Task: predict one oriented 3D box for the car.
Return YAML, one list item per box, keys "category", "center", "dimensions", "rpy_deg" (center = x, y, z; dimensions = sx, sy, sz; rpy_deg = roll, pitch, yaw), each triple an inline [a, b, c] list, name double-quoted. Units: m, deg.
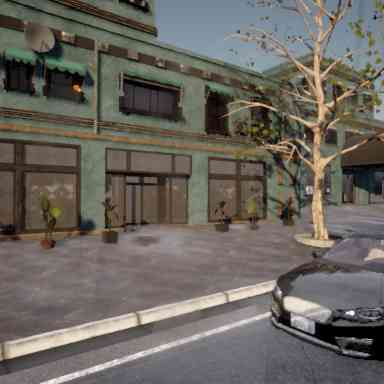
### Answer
- category: "car"
  center: [3.466, 1.492, 5.867]
  dimensions: [4.902, 1.511, 2.128]
  rpy_deg: [0, 0, -36]
